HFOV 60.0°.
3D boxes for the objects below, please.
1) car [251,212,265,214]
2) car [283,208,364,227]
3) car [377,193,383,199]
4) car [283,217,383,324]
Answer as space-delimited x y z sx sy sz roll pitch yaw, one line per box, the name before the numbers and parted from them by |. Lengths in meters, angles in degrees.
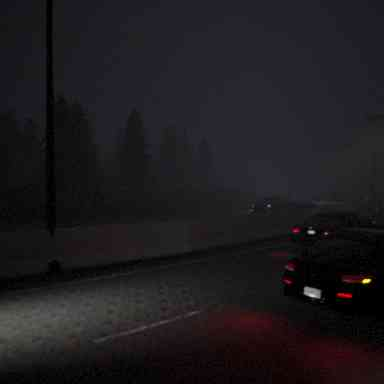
car | 7.290 1.242 30.732 2.097 1.767 4.553 0 0 38
car | 6.087 1.480 13.640 5.357 1.411 2.033 0 0 -44
car | 44.958 0.983 77.420 1.882 1.535 5.008 0 0 3
car | 3.769 1.488 6.986 4.674 1.442 1.812 0 0 -40
